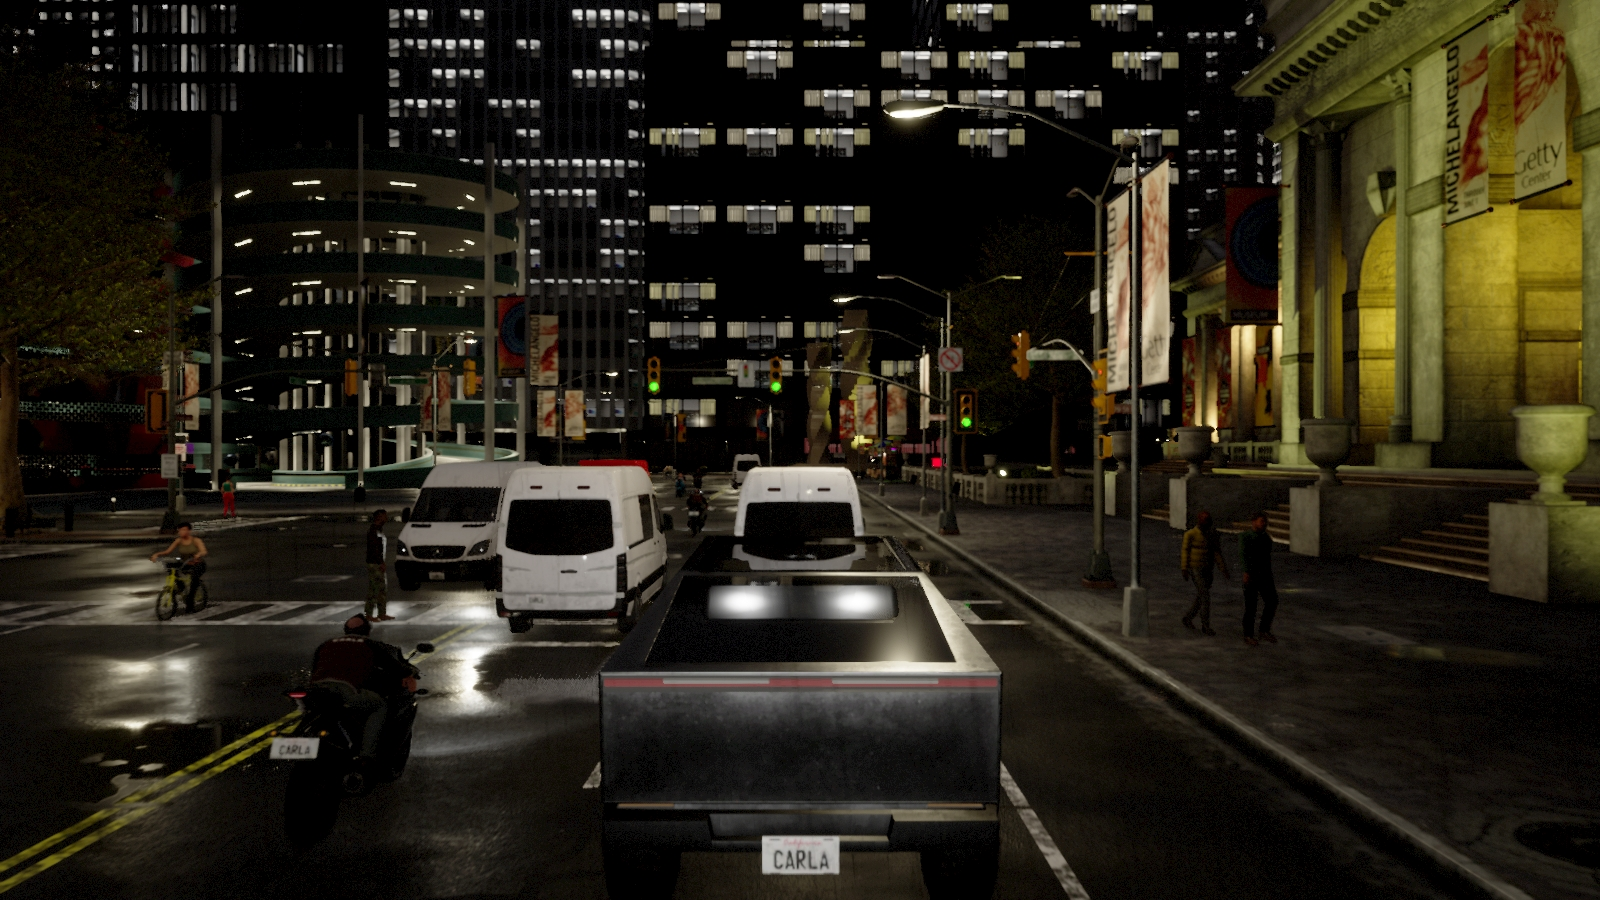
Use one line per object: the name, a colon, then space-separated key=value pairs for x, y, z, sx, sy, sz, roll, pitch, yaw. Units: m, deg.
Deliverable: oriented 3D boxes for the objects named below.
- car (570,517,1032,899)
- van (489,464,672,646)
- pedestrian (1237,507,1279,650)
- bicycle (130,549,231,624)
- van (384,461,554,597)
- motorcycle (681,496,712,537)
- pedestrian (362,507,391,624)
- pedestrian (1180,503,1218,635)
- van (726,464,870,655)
car: x=0.004 y=1.761 z=9.045 sx=2.390 sy=2.098 sz=6.274 roll=0 pitch=0 yaw=0
van: x=-3.507 y=1.549 z=19.479 sx=1.988 sy=2.561 sz=5.915 roll=0 pitch=0 yaw=0
pedestrian: x=6.141 y=1.710 z=15.335 sx=0.375 sy=1.860 sz=0.375 roll=0 pitch=0 yaw=-13
bicycle: x=-10.374 y=2.271 z=19.192 sx=0.859 sy=1.080 sz=1.487 roll=0 pitch=0 yaw=1
van: x=-7.005 y=1.553 z=24.912 sx=1.988 sy=2.561 sz=5.915 roll=0 pitch=0 yaw=0
motorcycle: x=-3.496 y=2.233 z=38.684 sx=0.867 sy=1.251 sz=2.209 roll=0 pitch=0 yaw=0
pedestrian: x=-6.860 y=1.862 z=18.517 sx=0.375 sy=1.860 sz=0.375 roll=0 pitch=0 yaw=-8
pedestrian: x=5.785 y=1.709 z=16.563 sx=0.375 sy=1.860 sz=0.375 roll=0 pitch=0 yaw=-13
van: x=-0.016 y=1.549 z=18.759 sx=1.988 sy=2.561 sz=5.915 roll=0 pitch=0 yaw=0
